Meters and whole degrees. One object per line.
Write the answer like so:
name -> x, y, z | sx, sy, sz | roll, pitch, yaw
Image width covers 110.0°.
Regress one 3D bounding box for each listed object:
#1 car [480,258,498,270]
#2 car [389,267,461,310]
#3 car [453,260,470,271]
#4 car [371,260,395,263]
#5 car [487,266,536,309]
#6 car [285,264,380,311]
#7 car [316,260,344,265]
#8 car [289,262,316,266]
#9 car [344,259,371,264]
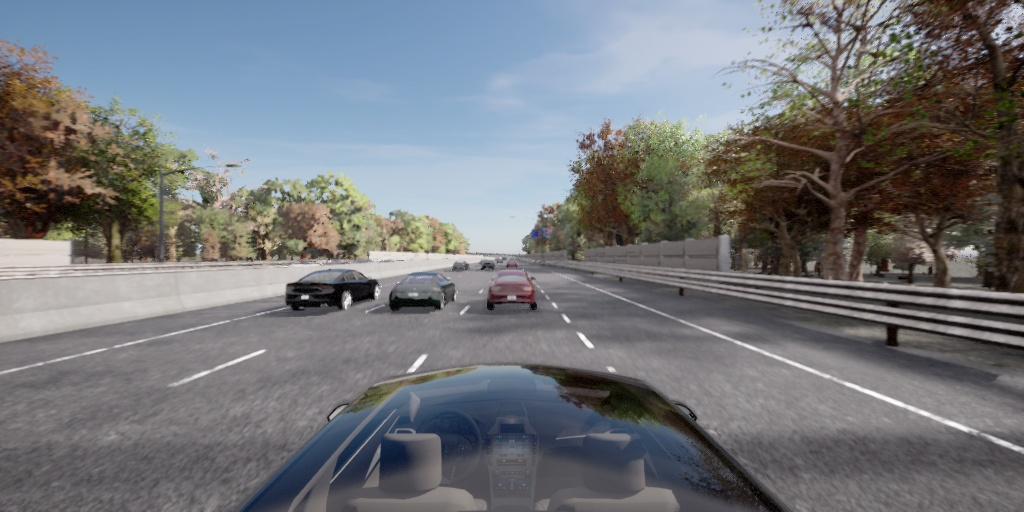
car -> -3.527, 1.346, 54.213 | 1.837, 1.490, 4.892 | 0, 0, 0
car -> -3.507, 1.336, 14.717 | 1.994, 1.385, 4.181 | 0, 0, 0
car -> -7.026, 1.324, 49.842 | 2.128, 1.511, 4.902 | 0, 0, 0
car -> -17.569, 1.336, 50.215 | 1.837, 1.490, 4.892 | 0, 0, 1
car -> -0.008, 1.298, 14.857 | 1.812, 1.442, 4.674 | 0, 0, 0
car -> -7.009, 1.250, 14.609 | 1.882, 1.535, 5.008 | 0, 0, 0
car -> -24.564, 1.323, 50.066 | 2.128, 1.511, 4.902 | 0, 0, 1
car -> -28.049, 1.430, 48.544 | 1.895, 1.301, 4.718 | 0, 0, 1
car -> -21.064, 1.184, 50.263 | 2.097, 1.767, 4.553 | 0, 0, 1
